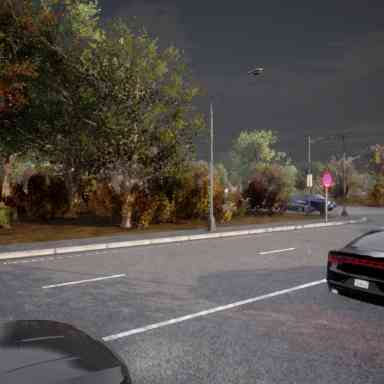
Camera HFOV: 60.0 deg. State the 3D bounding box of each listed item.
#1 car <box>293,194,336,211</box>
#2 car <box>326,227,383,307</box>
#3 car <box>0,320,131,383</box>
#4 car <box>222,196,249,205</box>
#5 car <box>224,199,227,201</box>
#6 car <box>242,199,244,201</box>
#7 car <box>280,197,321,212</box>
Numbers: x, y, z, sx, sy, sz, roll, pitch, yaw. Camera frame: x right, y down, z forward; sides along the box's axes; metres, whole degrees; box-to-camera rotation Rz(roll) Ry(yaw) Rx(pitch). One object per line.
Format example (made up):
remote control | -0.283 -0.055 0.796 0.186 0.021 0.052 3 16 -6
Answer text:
car | 14.720 1.221 40.663 2.150 2.045 5.566 0 0 -31
car | 5.022 1.478 7.349 5.008 1.535 1.882 0 0 -36
car | -2.697 1.505 1.815 4.892 1.490 1.837 0 0 -36
car | 7.625 1.425 58.711 2.128 1.511 4.902 0 1 -32
car | 3.799 1.520 57.853 1.895 1.301 4.718 0 1 -32
car | 7.591 1.522 45.319 1.812 1.442 4.674 0 0 -32
car | 12.118 1.564 38.193 1.994 1.385 4.181 0 0 -32
